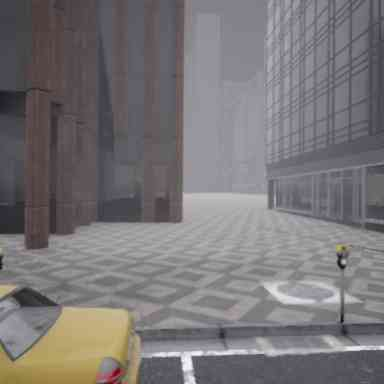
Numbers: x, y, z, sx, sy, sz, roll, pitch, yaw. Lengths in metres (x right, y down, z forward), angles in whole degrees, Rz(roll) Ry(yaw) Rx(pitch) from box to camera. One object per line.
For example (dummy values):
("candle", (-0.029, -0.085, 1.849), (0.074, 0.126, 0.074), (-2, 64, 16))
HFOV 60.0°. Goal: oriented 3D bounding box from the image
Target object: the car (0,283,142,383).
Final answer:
("car", (-2.937, 1.514, 3.189), (4.829, 1.417, 1.752), (1, 0, -5))
